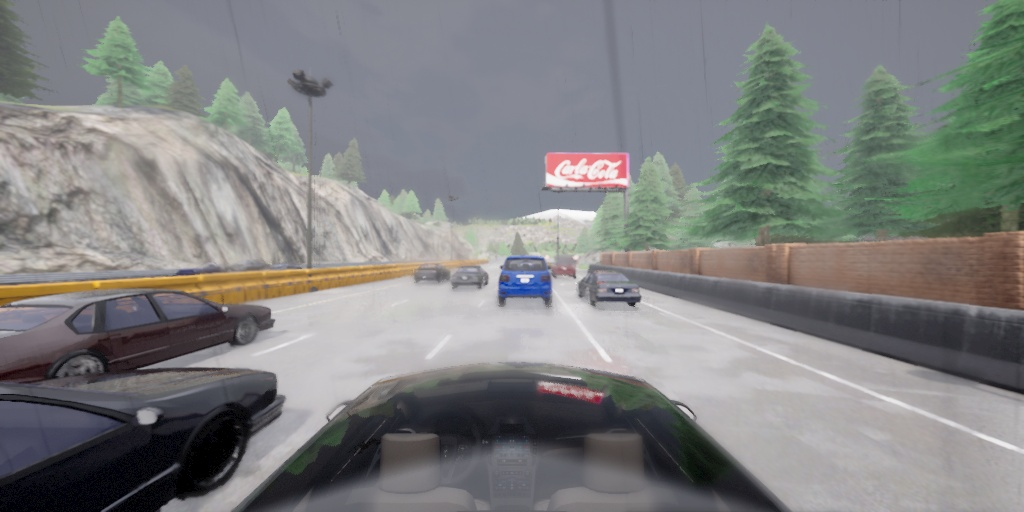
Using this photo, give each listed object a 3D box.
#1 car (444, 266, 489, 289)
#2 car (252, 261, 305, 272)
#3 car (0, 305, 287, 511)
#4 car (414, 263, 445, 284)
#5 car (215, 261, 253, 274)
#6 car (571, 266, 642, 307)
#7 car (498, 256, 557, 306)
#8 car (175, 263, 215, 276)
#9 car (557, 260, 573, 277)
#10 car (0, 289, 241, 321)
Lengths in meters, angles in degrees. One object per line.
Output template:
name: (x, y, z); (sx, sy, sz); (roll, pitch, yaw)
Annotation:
car: (-2.618, 1.326, 23.185); (2.033, 1.411, 5.357); (0, 0, 2)
car: (-19.897, 1.307, 31.282); (1.994, 1.385, 4.181); (0, 0, 3)
car: (-3.379, 1.287, 1.399); (2.033, 1.411, 5.357); (0, 0, 0)
car: (-5.952, 1.268, 27.181); (2.128, 1.511, 4.902); (0, 0, 2)
car: (-23.377, 1.090, 31.789); (1.994, 1.385, 4.181); (0, 0, 2)
car: (4.084, 1.333, 15.821); (2.033, 1.411, 5.357); (0, 0, 2)
car: (0.593, 0.998, 15.983); (2.150, 2.045, 5.566); (0, 0, 2)
car: (-26.878, 1.322, 31.853); (1.895, 1.301, 4.718); (0, 0, 2)
car: (4.853, 1.172, 34.435); (2.097, 1.767, 4.553); (0, 0, 2)
car: (-6.775, 1.285, 6.278); (2.033, 1.411, 5.357); (0, 0, 2)
